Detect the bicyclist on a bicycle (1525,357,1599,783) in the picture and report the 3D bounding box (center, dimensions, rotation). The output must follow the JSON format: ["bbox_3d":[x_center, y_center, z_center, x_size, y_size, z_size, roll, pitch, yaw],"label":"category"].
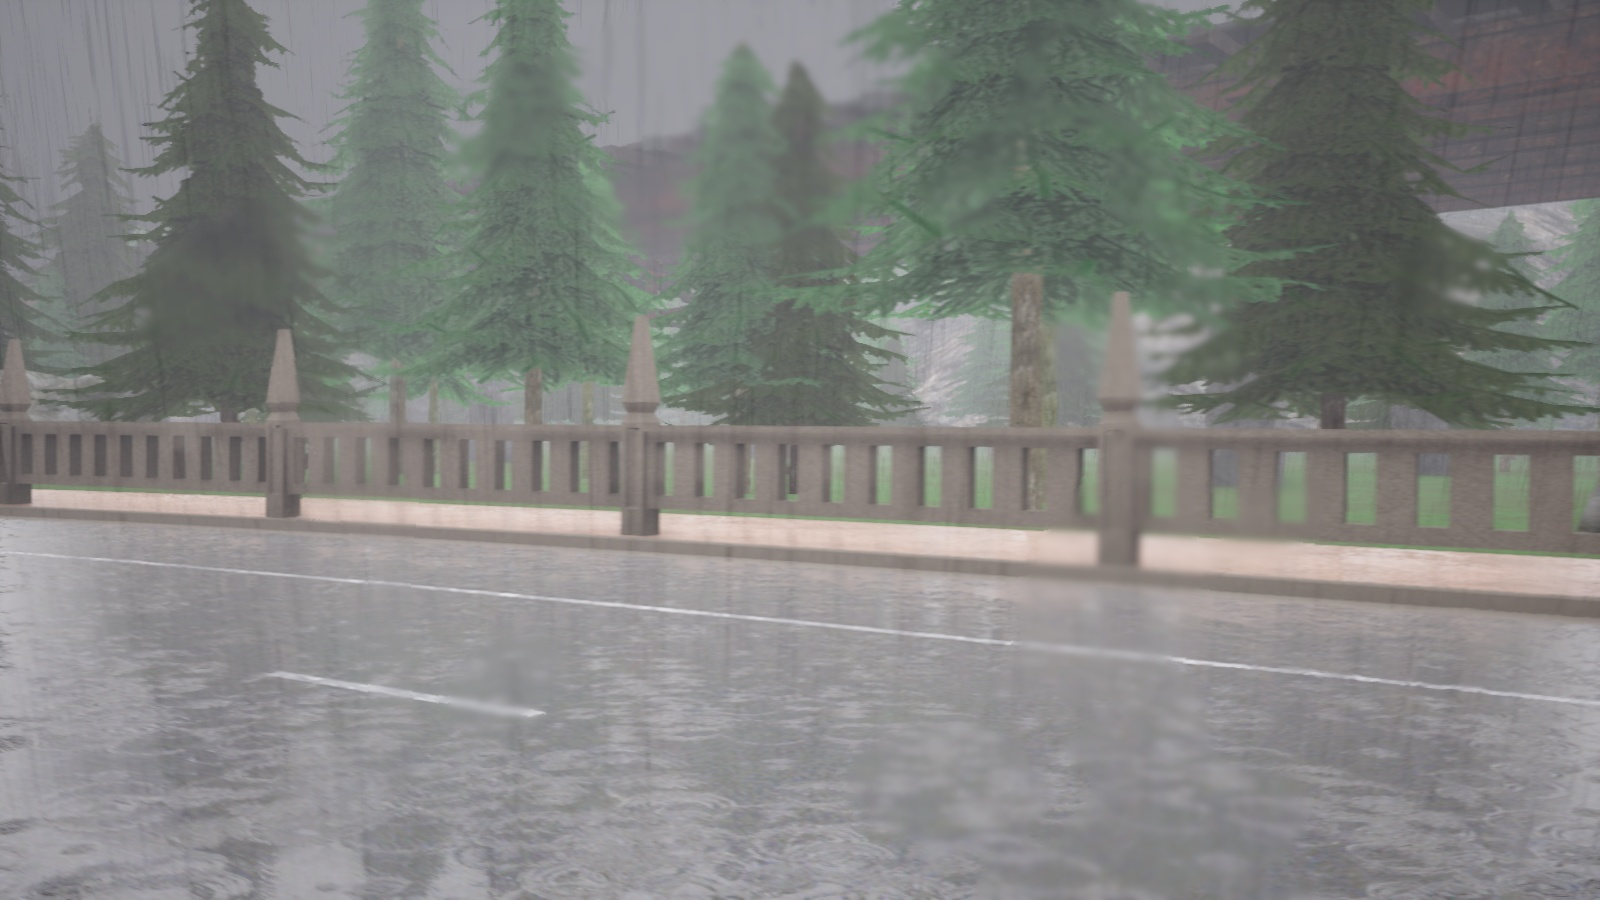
[{"bbox_3d":[4.049,0.494,5.137,1.843,1.776,0.659,0,2,33],"label":"bicyclist on a bicycle"}]
